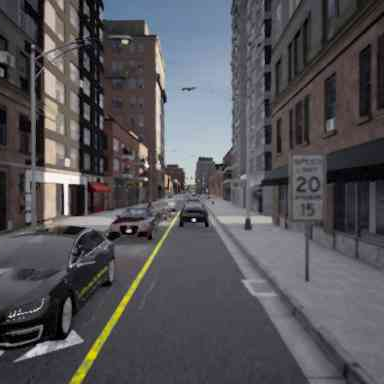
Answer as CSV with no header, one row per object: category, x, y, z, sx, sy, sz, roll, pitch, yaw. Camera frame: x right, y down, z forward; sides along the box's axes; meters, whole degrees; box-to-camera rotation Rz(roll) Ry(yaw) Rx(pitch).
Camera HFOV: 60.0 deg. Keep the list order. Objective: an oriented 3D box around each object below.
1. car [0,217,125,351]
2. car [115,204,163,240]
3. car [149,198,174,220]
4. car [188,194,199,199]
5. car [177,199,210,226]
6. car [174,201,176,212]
car,-2.808,1.495,6.569,1.837,1.490,4.892,0,0,0
car,-2.783,1.523,16.655,1.994,1.385,4.181,0,0,0
car,-2.756,1.436,27.034,1.837,1.490,4.892,0,0,1
car,0.231,1.388,46.984,1.837,1.490,4.892,0,0,1
car,0.125,1.440,22.647,1.837,1.490,4.892,0,0,0
car,-2.747,1.433,37.105,1.812,1.442,4.674,0,0,1
